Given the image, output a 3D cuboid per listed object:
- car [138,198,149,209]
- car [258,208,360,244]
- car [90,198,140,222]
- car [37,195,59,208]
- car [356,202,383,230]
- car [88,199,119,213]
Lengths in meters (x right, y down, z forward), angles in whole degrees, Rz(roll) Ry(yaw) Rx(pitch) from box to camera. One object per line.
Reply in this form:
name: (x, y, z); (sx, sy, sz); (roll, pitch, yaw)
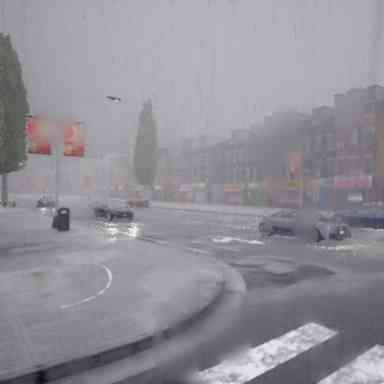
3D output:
car: (-7.610, 1.496, 45.393); (1.882, 1.535, 5.008); (1, -1, -35)
car: (5.114, 1.506, 15.509); (1.994, 1.385, 4.181); (1, -1, -35)
car: (-6.262, 1.422, 26.104); (1.882, 1.535, 5.008); (1, 0, -35)
car: (-19.655, 1.199, 45.425); (2.097, 1.767, 4.553); (1, 0, -35)
car: (10.526, 1.394, 19.613); (2.097, 1.767, 4.553); (2, -1, -43)
car: (-9.862, 1.515, 36.943); (1.994, 1.385, 4.181); (1, 0, -35)
